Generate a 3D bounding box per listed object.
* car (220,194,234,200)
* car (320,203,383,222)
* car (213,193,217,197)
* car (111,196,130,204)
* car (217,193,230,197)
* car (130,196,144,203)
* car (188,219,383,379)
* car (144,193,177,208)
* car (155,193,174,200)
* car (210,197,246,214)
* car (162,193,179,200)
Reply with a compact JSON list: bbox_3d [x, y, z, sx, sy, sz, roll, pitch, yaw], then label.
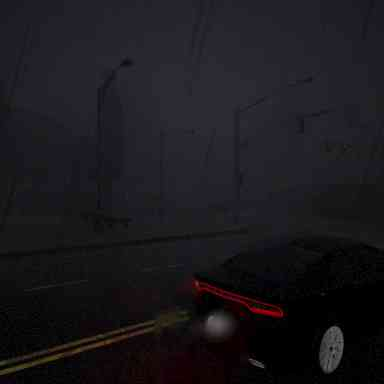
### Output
[{"bbox_3d":[10.003,1.395,95.066,3.806,1.475,1.970,0,0,-37],"label":"car"},{"bbox_3d":[12.097,1.548,24.296,2.033,1.411,5.357,0,0,-35],"label":"car"},{"bbox_3d":[6.059,1.156,71.098,3.866,1.878,1.905,0,0,-37],"label":"car"},{"bbox_3d":[-14.003,1.497,61.685,2.128,1.511,4.902,0,0,-35],"label":"car"},{"bbox_3d":[7.773,1.395,68.764,3.806,1.475,1.970,0,0,-37],"label":"car"},{"bbox_3d":[-11.669,1.540,70.554,2.033,1.411,5.357,0,0,-35],"label":"car"},{"bbox_3d":[2.261,1.478,5.619,5.008,1.535,1.882,0,0,-37],"label":"car"},{"bbox_3d":[-4.624,1.352,48.154,2.097,1.767,4.553,0,0,-35],"label":"car"},{"bbox_3d":[-7.324,1.153,89.207,4.605,1.855,1.932,0,0,-37],"label":"car"},{"bbox_3d":[3.845,1.564,36.063,1.994,1.385,4.181,0,0,-35],"label":"car"},{"bbox_3d":[-5.646,1.156,86.848,3.866,1.878,1.905,0,0,-37],"label":"car"}]
